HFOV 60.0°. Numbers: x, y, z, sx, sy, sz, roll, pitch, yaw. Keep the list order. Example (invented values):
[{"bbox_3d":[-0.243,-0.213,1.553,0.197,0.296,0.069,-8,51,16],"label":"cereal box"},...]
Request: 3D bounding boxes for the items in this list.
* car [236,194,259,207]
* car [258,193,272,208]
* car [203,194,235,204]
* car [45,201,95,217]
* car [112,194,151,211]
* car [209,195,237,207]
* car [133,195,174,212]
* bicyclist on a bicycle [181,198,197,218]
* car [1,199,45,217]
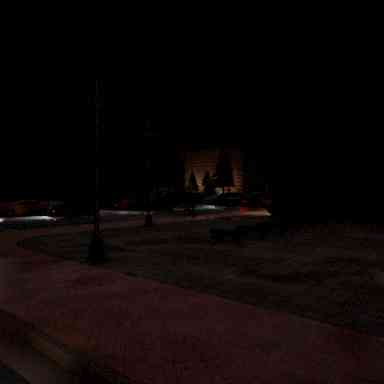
[{"bbox_3d":[9.121,1.505,50.010,1.837,1.490,4.892,0,0,41],"label":"car"},{"bbox_3d":[12.014,1.352,48.004,2.097,1.767,4.553,0,0,41],"label":"car"},{"bbox_3d":[4.680,1.548,55.721,2.033,1.411,5.357,0,0,41],"label":"car"},{"bbox_3d":[-11.220,1.564,31.569,1.994,1.385,4.181,0,0,40],"label":"car"},{"bbox_3d":[-7.297,1.221,41.637,2.150,2.045,5.566,0,0,40],"label":"car"},{"bbox_3d":[5.167,1.601,50.918,1.895,1.301,4.718,0,0,41],"label":"car"},{"bbox_3d":[-4.260,1.478,39.806,1.882,1.535,5.008,0,0,40],"label":"car"},{"bbox_3d":[-0.264,1.301,26.744,1.656,1.620,0.582,0,0,40],"label":"bicyclist on a bicycle"},{"bbox_3d":[-15.872,1.478,31.496,1.882,1.535,5.008,0,0,40],"label":"car"}]
